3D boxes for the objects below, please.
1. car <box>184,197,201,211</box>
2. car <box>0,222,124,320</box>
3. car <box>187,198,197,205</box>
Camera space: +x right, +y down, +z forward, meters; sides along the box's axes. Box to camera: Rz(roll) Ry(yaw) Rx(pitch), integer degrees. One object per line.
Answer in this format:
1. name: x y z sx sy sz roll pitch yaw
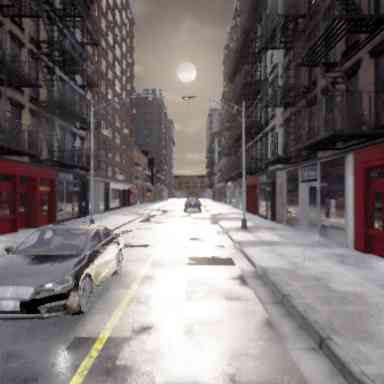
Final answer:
1. car: 0.085 1.455 42.430 2.097 1.767 4.553 0 0 0
2. car: -2.851 1.503 7.616 2.128 1.511 4.902 0 0 0
3. car: 0.078 1.791 64.397 1.895 1.301 4.718 0 0 0
